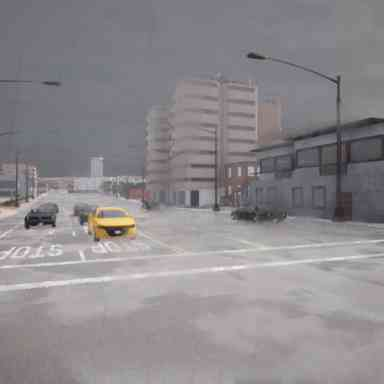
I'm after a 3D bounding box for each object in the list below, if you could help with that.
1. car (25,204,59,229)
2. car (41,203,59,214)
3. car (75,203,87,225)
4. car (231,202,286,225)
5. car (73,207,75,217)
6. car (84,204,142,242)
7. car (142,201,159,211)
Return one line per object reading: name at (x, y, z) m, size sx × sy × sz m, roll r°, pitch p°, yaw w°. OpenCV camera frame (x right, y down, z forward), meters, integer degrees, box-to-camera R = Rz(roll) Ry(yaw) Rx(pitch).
car at (-10.421, 1.752, 23.103) m, size 1.895 × 1.301 × 4.718 m, roll 0°, pitch -1°, yaw -22°
car at (-18.946, 2.163, 44.535) m, size 1.994 × 1.385 × 4.181 m, roll 0°, pitch -1°, yaw -21°
car at (-7.605, 1.732, 25.465) m, size 1.994 × 1.385 × 4.181 m, roll 0°, pitch -1°, yaw -23°
car at (4.861, 1.690, 25.150) m, size 1.895 × 1.301 × 4.718 m, roll 0°, pitch -1°, yaw -24°
car at (-12.324, 1.969, 37.302) m, size 2.033 × 1.411 × 5.357 m, roll 0°, pitch -1°, yaw -22°
car at (-4.186, 1.523, 16.941) m, size 1.882 × 1.535 × 5.008 m, roll 0°, pitch -1°, yaw -22°
car at (-6.443, 2.122, 51.099) m, size 1.837 × 1.490 × 4.892 m, roll 0°, pitch -1°, yaw -22°
